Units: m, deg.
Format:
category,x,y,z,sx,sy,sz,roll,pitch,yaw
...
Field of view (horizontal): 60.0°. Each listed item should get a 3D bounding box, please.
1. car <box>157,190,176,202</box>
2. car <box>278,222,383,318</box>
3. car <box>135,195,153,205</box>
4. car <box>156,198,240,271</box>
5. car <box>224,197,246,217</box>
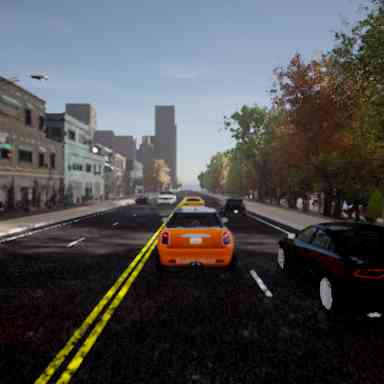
category,x,y,z,sx,sy,sz,roll,pitch,yaw
car,-3.333,0.763,44.448,2.150,2.045,5.566,0,1,0
car,3.350,1.400,7.412,1.882,1.535,5.008,0,1,0
car,-6.577,1.095,45.715,1.994,1.385,4.181,0,0,0
car,0.100,1.241,10.612,2.097,1.767,4.553,0,0,0
car,3.354,1.218,27.822,1.837,1.490,4.892,0,1,0
